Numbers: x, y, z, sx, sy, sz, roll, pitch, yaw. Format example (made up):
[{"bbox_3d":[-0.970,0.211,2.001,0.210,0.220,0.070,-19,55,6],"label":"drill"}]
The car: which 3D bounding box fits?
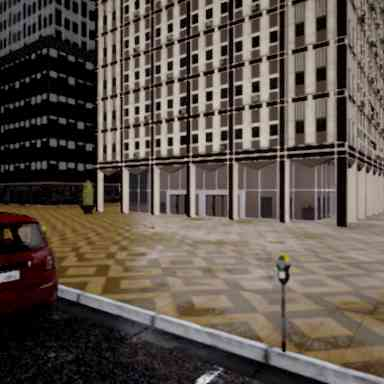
[{"bbox_3d":[-4.530,1.268,6.125,5.009,1.841,2.192,0,0,36],"label":"car"}]
